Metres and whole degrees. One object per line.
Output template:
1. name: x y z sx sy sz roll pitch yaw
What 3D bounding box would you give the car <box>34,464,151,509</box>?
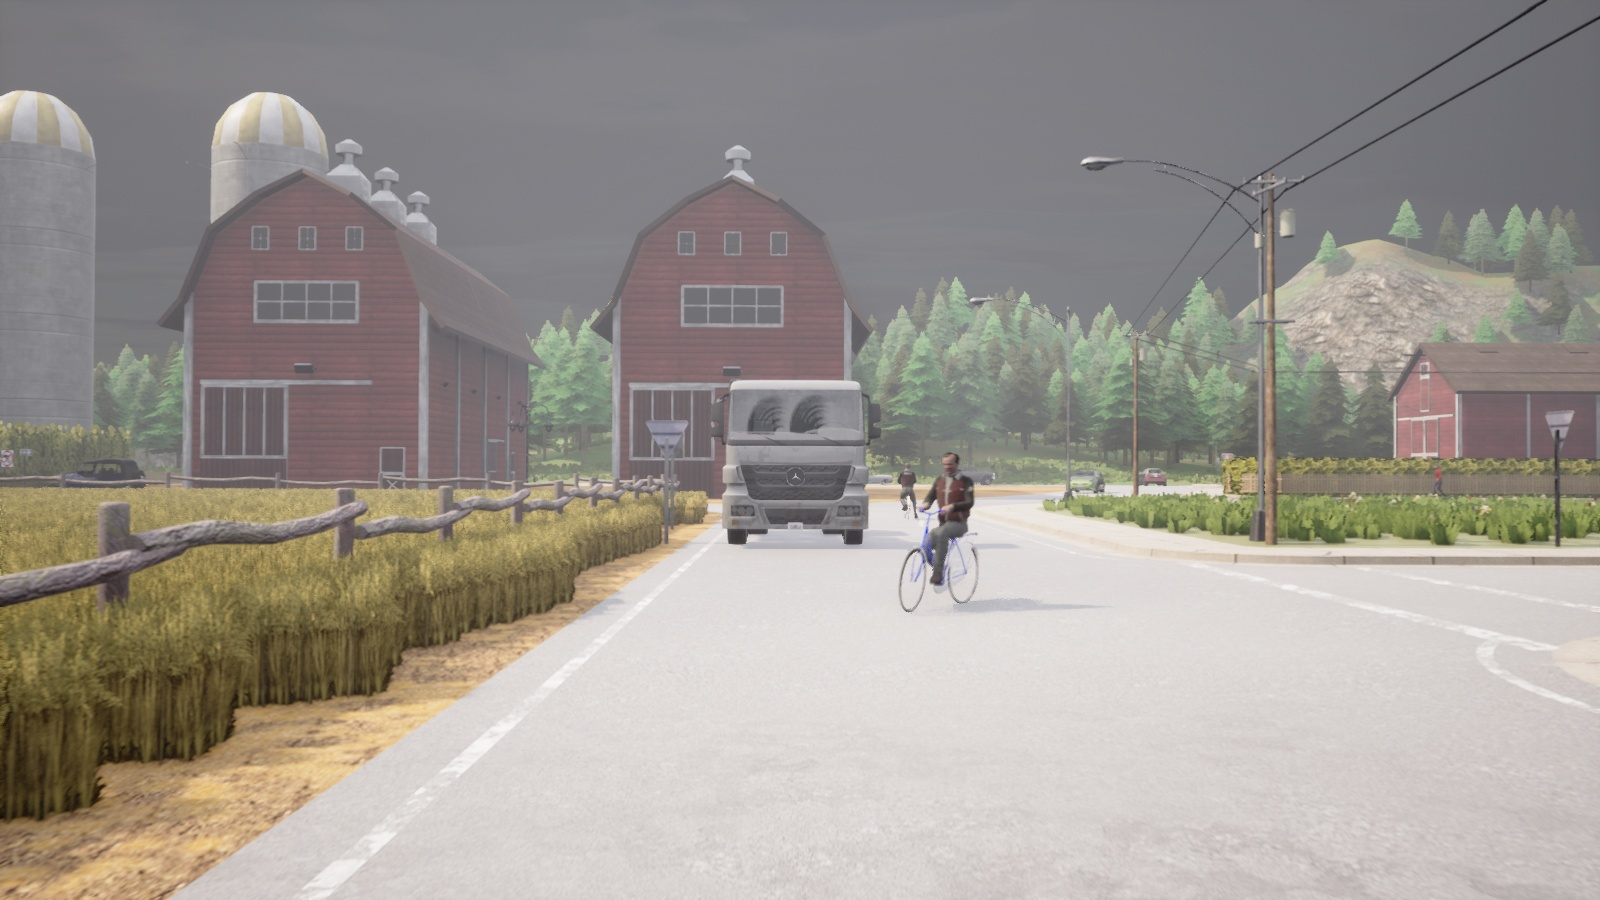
1. car: -29.902 1.532 53.152 3.866 1.878 1.905 0 -1 -3

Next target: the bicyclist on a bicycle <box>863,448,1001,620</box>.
1. bicyclist on a bicycle: 1.503 0.889 14.022 0.659 1.776 1.843 2 0 36

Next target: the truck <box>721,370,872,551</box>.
1. truck: -0.093 0.256 28.110 2.891 3.462 7.936 0 -1 0

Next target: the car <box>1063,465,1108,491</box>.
1. car: 17.656 1.730 77.588 2.007 1.525 4.514 -1 -1 22

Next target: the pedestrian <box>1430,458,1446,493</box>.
1. pedestrian: 33.459 1.330 65.857 0.636 1.846 0.331 0 -1 -6
